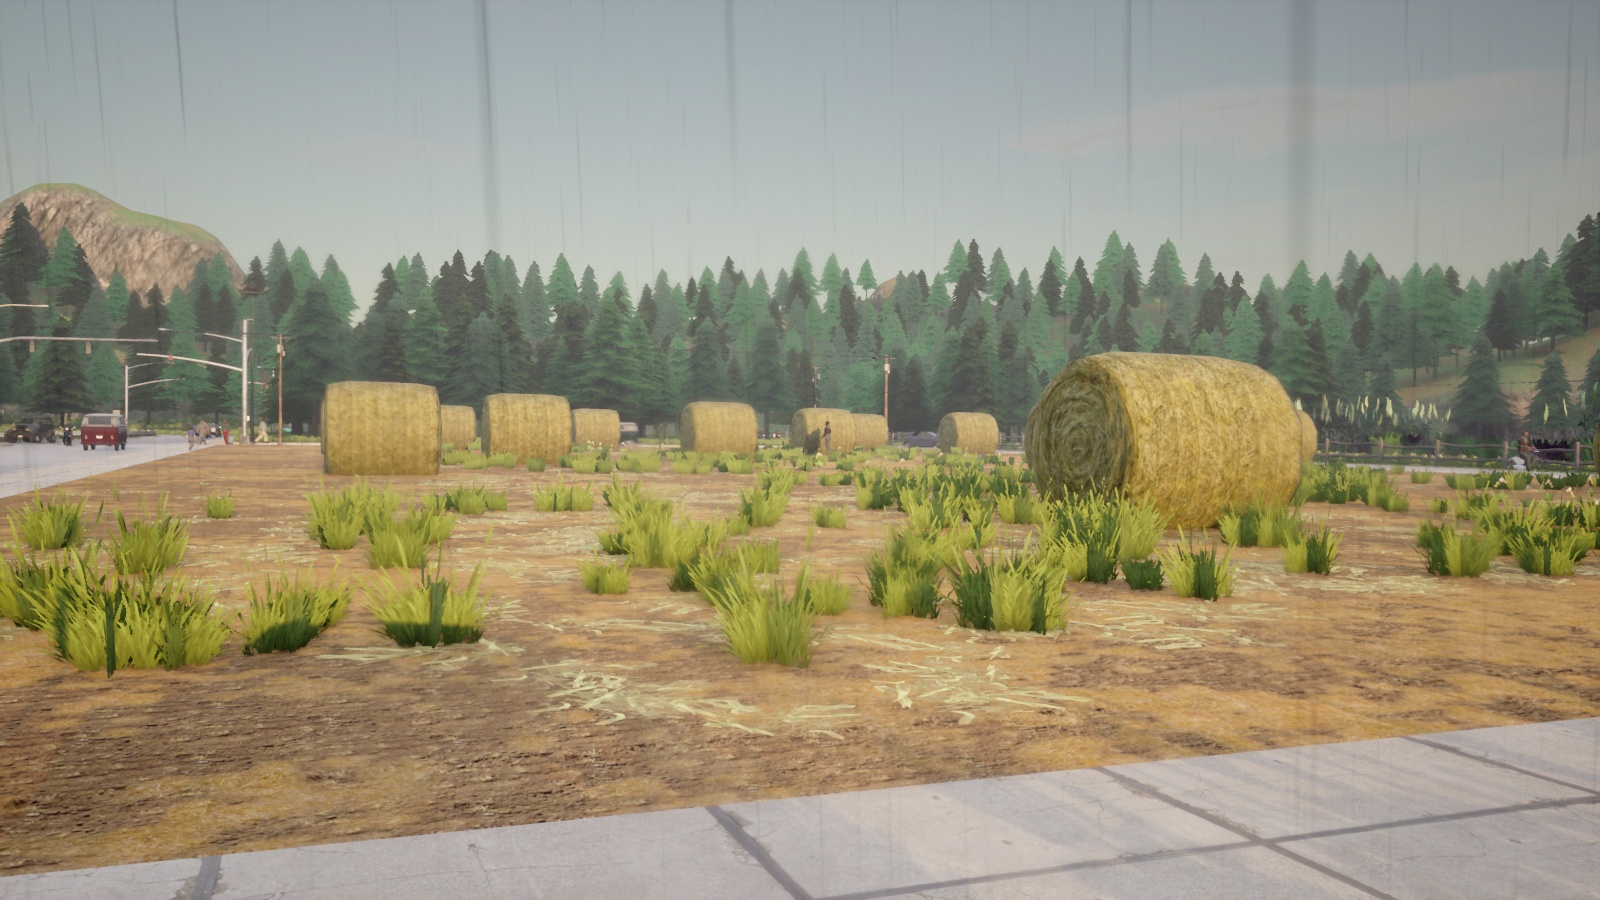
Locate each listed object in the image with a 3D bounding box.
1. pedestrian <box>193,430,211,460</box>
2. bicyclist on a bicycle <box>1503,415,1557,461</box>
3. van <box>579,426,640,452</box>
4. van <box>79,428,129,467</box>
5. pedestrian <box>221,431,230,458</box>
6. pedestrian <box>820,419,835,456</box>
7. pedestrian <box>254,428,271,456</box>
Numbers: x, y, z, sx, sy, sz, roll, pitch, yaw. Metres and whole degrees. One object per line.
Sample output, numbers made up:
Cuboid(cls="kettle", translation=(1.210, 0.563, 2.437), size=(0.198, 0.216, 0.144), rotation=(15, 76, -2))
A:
Cuboid(cls="pedestrian", translation=(-38.941, -0.344, 81.805), size=(0.659, 1.952, 0.873), rotation=(0, 1, 8))
Cuboid(cls="bicyclist on a bicycle", translation=(28.456, -0.470, 48.973), size=(0.659, 1.776, 1.843), rotation=(-1, 1, -18))
Cuboid(cls="van", translation=(-14.833, -0.880, 97.814), size=(4.442, 1.987, 1.775), rotation=(-1, 1, -21))
Cuboid(cls="van", translation=(-37.342, -0.173, 67.446), size=(1.775, 1.987, 4.442), rotation=(-1, 1, -22))
Cuboid(cls="pedestrian", translation=(-38.585, -0.368, 84.382), size=(0.353, 1.847, 0.614), rotation=(-1, 1, -8))
Cuboid(cls="pedestrian", translation=(1.413, -0.658, 65.557), size=(0.666, 1.930, 0.402), rotation=(0, 1, 23))
Cuboid(cls="pedestrian", translation=(-35.309, -0.517, 82.511), size=(0.900, 1.855, 0.874), rotation=(-1, 1, -13))
